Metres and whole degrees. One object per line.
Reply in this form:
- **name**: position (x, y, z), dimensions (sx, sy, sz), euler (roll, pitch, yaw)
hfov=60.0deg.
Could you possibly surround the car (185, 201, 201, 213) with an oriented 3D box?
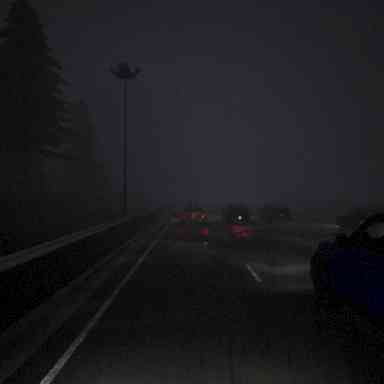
- **car**: position (0.096, 1.870, 42.976), dimensions (1.994, 1.385, 4.181), euler (0, -1, 0)

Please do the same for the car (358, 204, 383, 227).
- **car**: position (14.108, 1.699, 24.175), dimensions (1.812, 1.442, 4.674), euler (0, 0, 0)

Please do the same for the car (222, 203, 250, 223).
- **car**: position (3.609, 1.702, 27.498), dimensions (1.837, 1.490, 4.892), euler (0, 0, 0)

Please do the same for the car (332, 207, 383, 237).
- **car**: position (10.607, 1.691, 20.102), dimensions (2.033, 1.411, 5.357), euler (0, 0, 0)

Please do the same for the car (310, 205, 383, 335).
- **car**: position (3.601, 1.256, 4.767), dimensions (2.150, 2.045, 5.566), euler (0, 0, 0)

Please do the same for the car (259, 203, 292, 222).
- **car**: position (7.110, 1.683, 28.759), dimensions (1.882, 1.535, 5.008), euler (0, 0, 0)

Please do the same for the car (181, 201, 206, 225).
- **car**: position (0.106, 1.638, 25.501), dimensions (1.801, 1.575, 5.366), euler (0, -1, 0)
